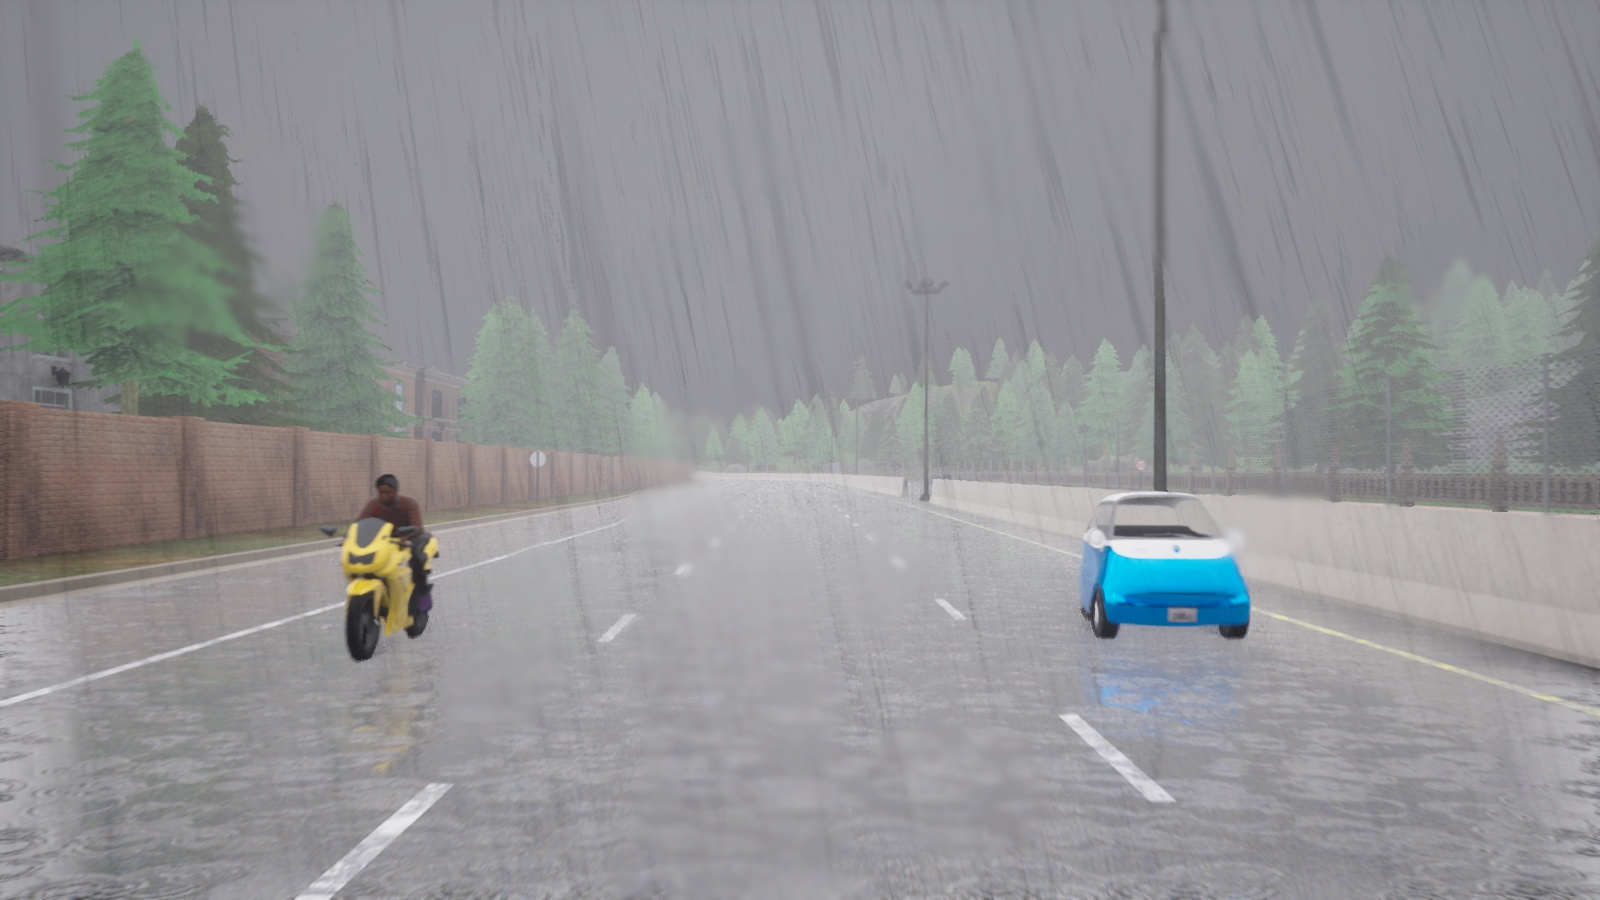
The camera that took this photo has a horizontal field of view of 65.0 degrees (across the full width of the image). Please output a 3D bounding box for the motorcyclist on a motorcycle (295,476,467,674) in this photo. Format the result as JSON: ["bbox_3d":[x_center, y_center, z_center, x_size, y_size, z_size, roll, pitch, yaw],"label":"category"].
[{"bbox_3d":[-3.526,0.991,10.778,0.797,1.523,2.044,0,-1,0],"label":"motorcyclist on a motorcycle"}]

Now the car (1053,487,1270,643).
[{"bbox_3d":[3.470,1.063,12.382,1.481,1.376,2.207,0,-1,0],"label":"car"}]
